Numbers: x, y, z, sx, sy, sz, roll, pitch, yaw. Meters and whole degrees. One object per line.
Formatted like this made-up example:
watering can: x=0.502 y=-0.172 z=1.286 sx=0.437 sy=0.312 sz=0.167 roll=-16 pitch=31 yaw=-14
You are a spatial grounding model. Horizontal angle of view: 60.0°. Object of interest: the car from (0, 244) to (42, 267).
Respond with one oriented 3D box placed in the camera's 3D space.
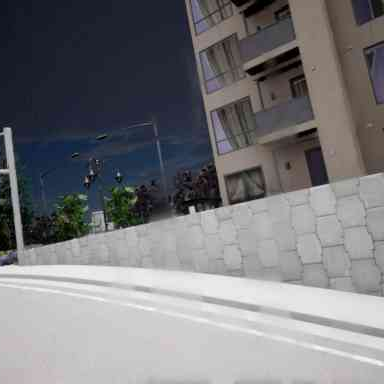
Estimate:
car: x=-15.326 y=5.657 z=29.926 sx=2.097 sy=1.767 sz=4.553 roll=-15 pitch=-9 yaw=35
